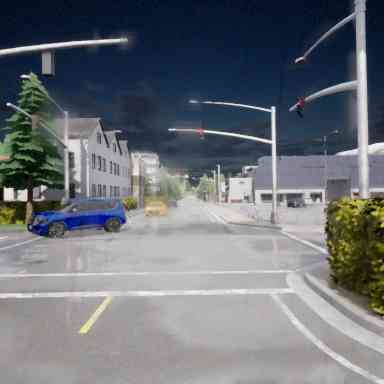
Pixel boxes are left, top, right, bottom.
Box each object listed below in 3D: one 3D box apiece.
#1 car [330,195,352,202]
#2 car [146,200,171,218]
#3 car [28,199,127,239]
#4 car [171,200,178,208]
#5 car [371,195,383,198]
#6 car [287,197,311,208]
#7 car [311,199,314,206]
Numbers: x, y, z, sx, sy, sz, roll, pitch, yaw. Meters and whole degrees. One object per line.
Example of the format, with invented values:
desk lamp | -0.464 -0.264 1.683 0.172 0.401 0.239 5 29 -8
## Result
car | 25.474 1.398 56.573 2.152 1.636 5.027 -1 -1 0
car | -3.607 1.772 34.381 1.882 1.535 5.008 -1 0 0
car | -6.540 1.473 19.620 5.566 2.045 2.150 -2 1 -41
car | -3.518 2.071 58.926 2.033 1.411 5.357 -1 -1 0
car | 19.112 1.183 31.306 1.905 1.878 3.866 -1 -1 0
car | 15.416 1.629 49.172 2.007 1.523 4.514 -1 -1 0
car | 19.059 1.573 56.231 1.970 1.475 3.806 -1 -1 0
